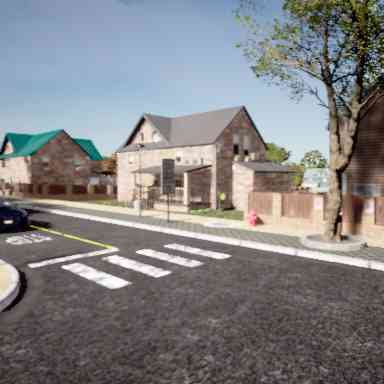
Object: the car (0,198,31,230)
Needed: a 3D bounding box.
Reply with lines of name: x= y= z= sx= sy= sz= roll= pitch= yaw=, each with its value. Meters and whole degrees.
car: x=-8.915 y=0.971 z=14.952 sx=4.181 sy=1.385 sz=1.994 roll=3 pitch=4 yaw=44
